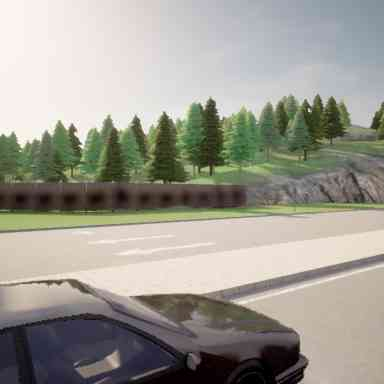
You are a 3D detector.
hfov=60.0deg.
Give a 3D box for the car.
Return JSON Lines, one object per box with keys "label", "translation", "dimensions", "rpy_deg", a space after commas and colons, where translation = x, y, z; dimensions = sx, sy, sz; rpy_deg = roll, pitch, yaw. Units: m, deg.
{"label": "car", "translation": [-1.361, 1.547, 2.780], "dimensions": [5.357, 1.411, 2.033], "rpy_deg": [0, 0, -35]}
